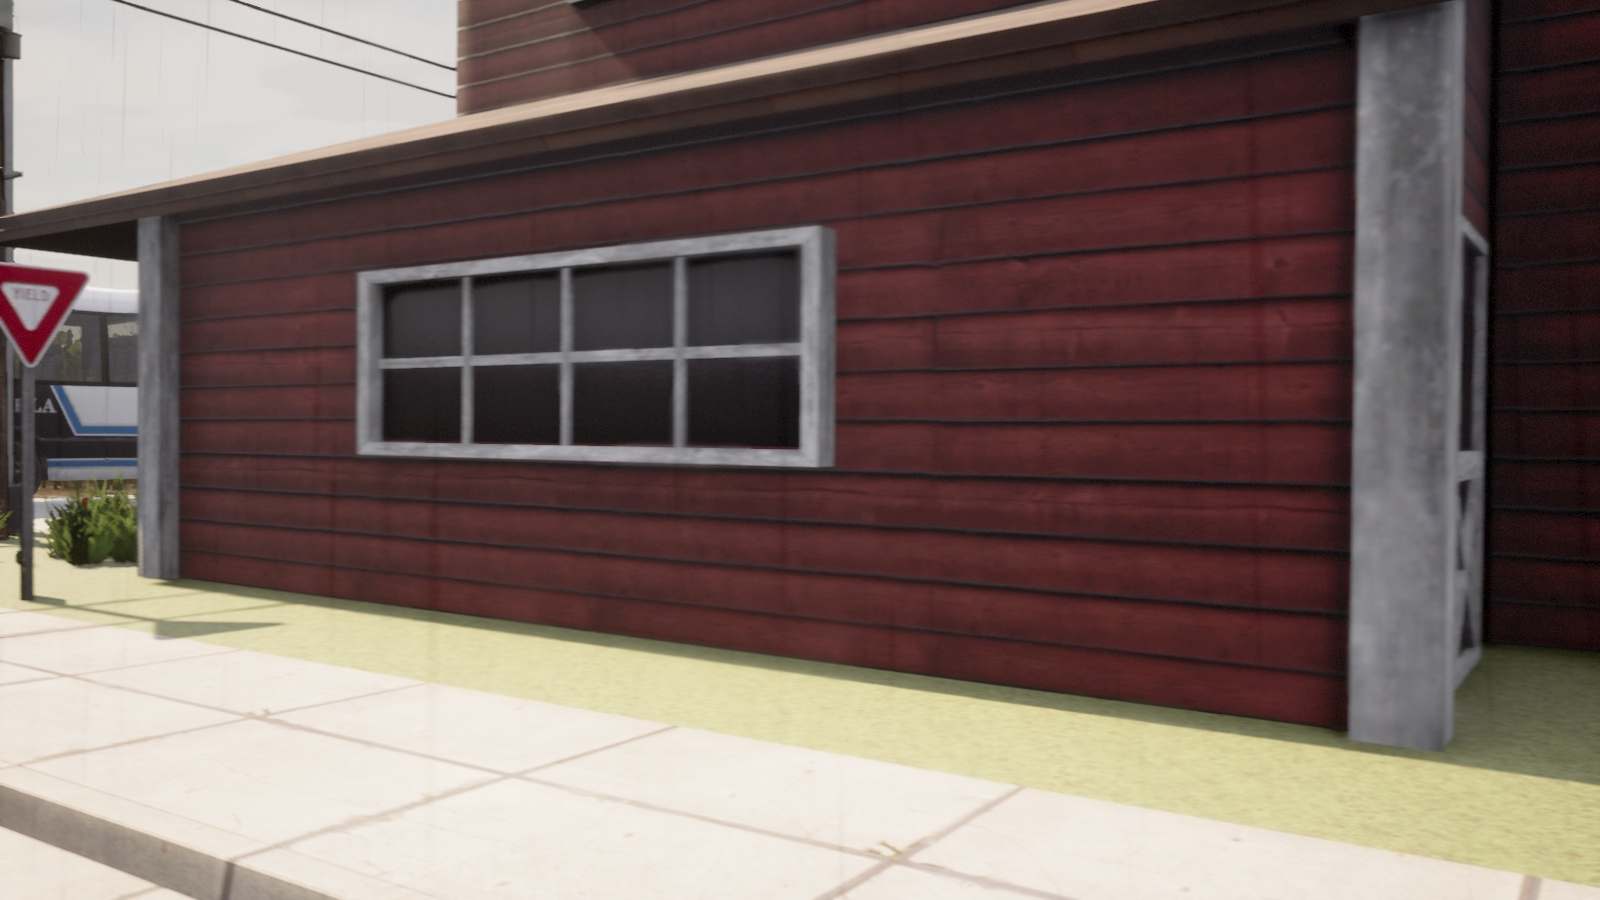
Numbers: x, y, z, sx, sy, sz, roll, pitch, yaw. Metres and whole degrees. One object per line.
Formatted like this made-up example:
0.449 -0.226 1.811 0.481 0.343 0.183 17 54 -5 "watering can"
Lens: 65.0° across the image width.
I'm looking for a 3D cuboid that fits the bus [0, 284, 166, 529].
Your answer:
-16.958 -0.706 21.302 3.944 4.253 10.273 0 1 41 "bus"
